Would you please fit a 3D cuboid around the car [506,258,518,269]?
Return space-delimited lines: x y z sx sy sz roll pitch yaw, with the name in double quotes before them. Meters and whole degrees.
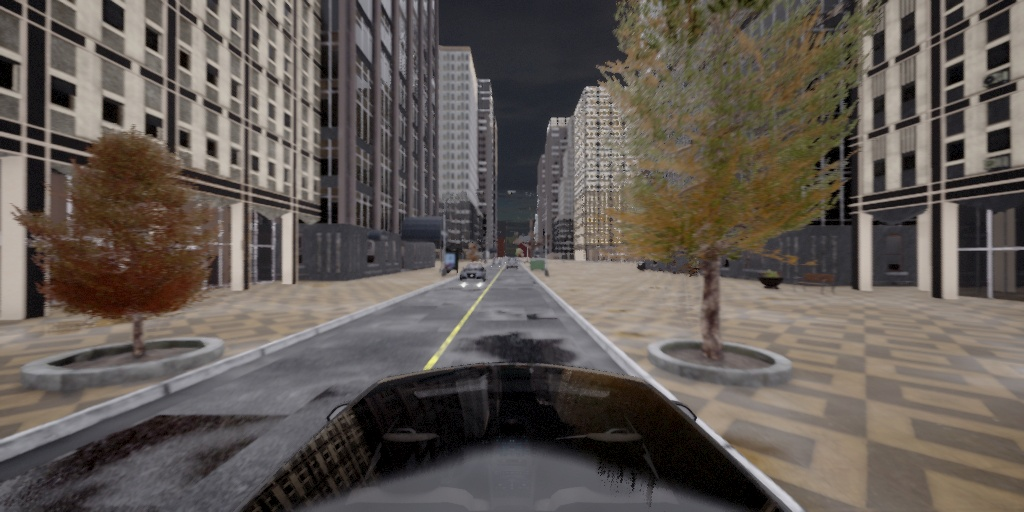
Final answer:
"car" 0.009 1.296 55.234 2.033 1.411 5.357 0 0 0

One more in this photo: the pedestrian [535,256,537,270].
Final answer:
"pedestrian" 3.141 0.891 47.130 0.375 1.860 0.375 0 0 -1

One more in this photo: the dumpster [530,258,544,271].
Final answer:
"dumpster" 3.141 1.145 45.669 1.020 1.700 1.940 0 0 0

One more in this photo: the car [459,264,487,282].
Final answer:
"car" -3.084 1.315 29.333 1.994 1.385 4.181 0 0 0
